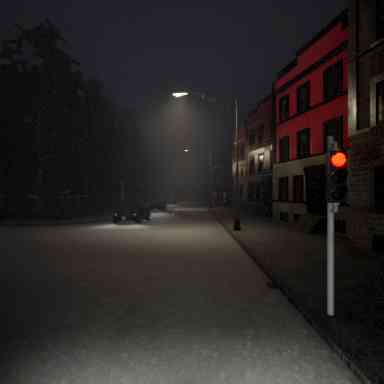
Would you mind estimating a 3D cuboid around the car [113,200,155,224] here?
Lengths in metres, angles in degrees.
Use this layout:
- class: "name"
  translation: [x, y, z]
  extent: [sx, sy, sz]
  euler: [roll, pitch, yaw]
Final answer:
- class: "car"
  translation: [-4.380, 1.526, 25.003]
  extent: [1.812, 1.442, 4.674]
  euler: [0, 0, 7]

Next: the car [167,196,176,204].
- class: "car"
  translation: [-3.989, 1.493, 60.727]
  extent: [2.128, 1.511, 4.902]
  euler: [0, 0, 0]

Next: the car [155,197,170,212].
- class: "car"
  translation: [-4.056, 1.601, 39.101]
  extent: [1.895, 1.301, 4.718]
  euler: [0, 0, 0]
